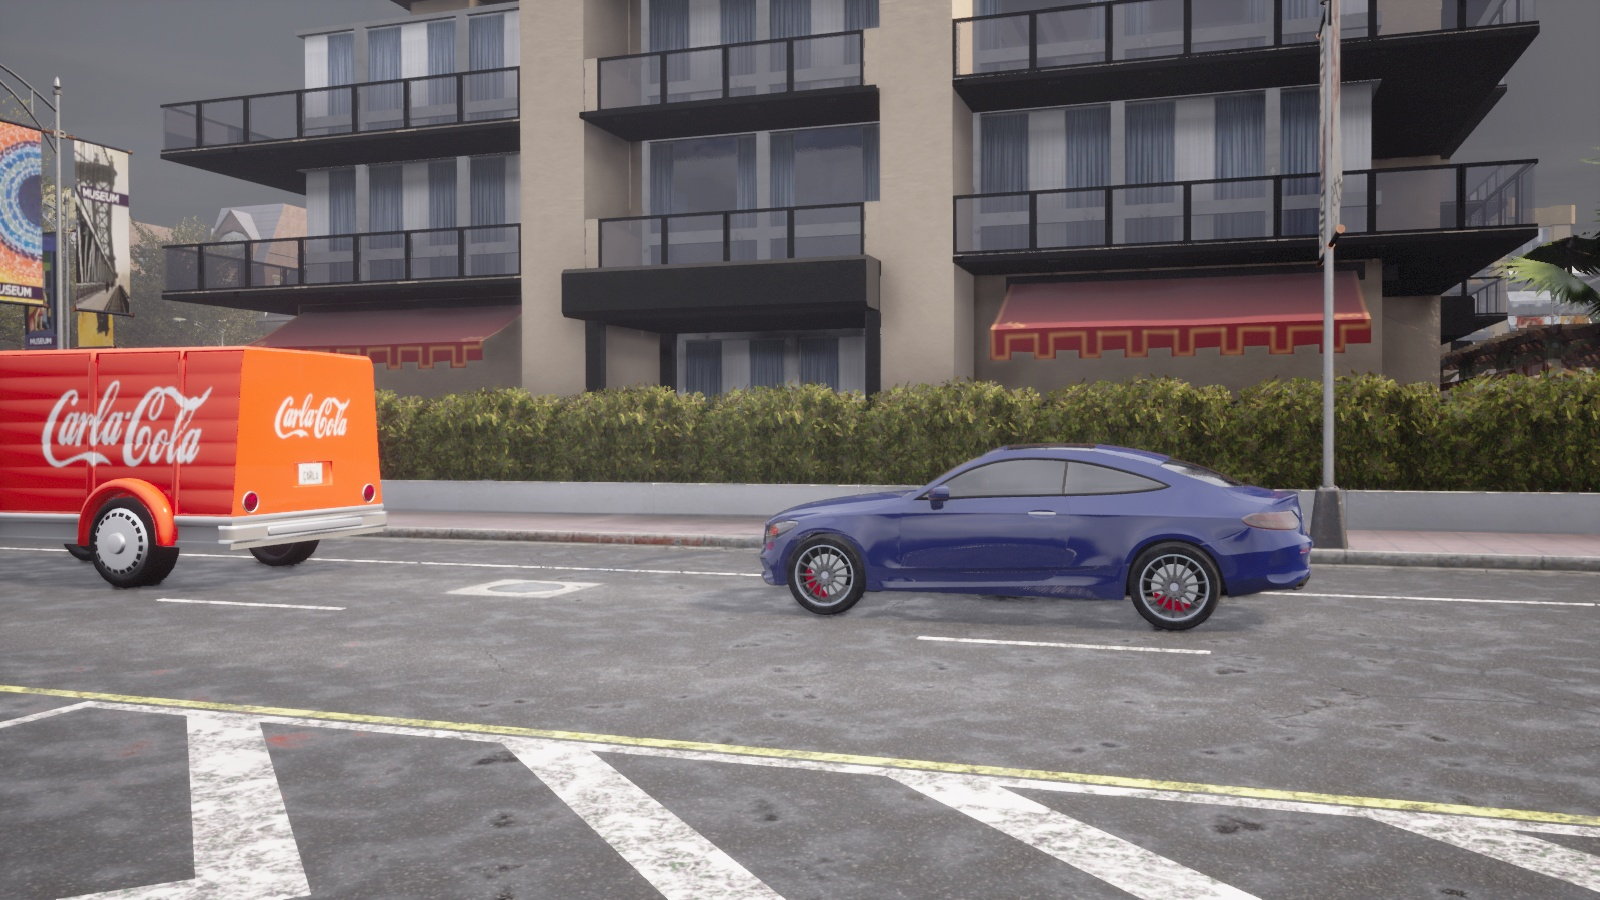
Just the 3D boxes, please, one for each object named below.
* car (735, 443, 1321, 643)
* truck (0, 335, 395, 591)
[{"bbox_3d":[1.945,0.684,10.949,4.674,1.442,1.812,1,1,18],"label":"car"},{"bbox_3d":[-7.581,0.085,14.149,5.204,2.467,2.627,1,1,19],"label":"truck"}]
